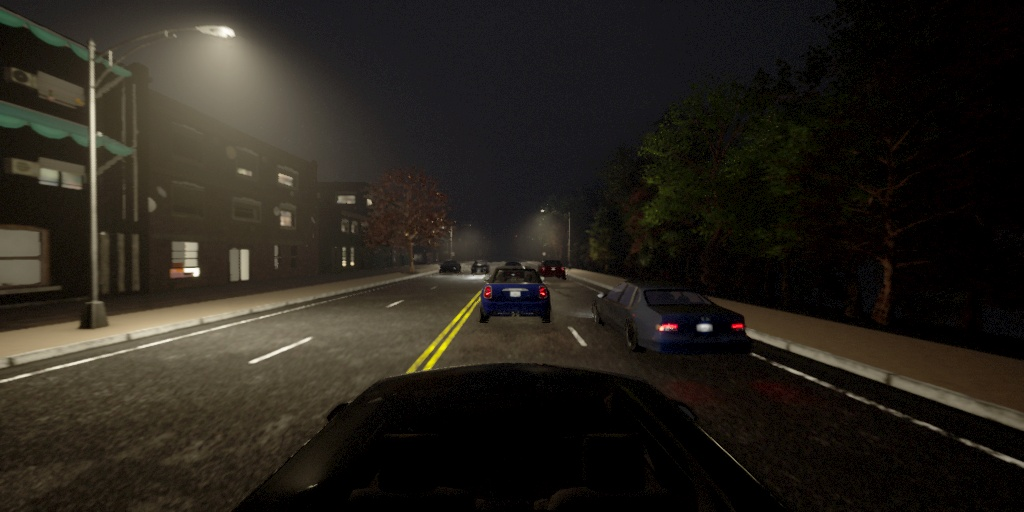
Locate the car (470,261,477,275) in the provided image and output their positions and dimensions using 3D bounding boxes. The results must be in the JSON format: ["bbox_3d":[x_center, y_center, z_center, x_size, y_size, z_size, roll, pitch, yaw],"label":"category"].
[{"bbox_3d":[-3.405,1.237,39.081,2.128,1.511,4.902,0,0,-1],"label":"car"}]

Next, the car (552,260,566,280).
[{"bbox_3d":[3.335,1.097,31.087,2.097,1.767,4.553,0,0,0],"label":"car"}]

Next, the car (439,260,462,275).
[{"bbox_3d":[-6.653,1.223,38.994,1.882,1.535,5.008,0,0,0],"label":"car"}]

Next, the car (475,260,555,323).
[{"bbox_3d":[0.096,1.100,12.314,2.097,1.767,4.553,0,0,0],"label":"car"}]

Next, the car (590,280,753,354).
[{"bbox_3d":[3.349,1.296,8.752,2.033,1.411,5.357,0,0,0],"label":"car"}]
